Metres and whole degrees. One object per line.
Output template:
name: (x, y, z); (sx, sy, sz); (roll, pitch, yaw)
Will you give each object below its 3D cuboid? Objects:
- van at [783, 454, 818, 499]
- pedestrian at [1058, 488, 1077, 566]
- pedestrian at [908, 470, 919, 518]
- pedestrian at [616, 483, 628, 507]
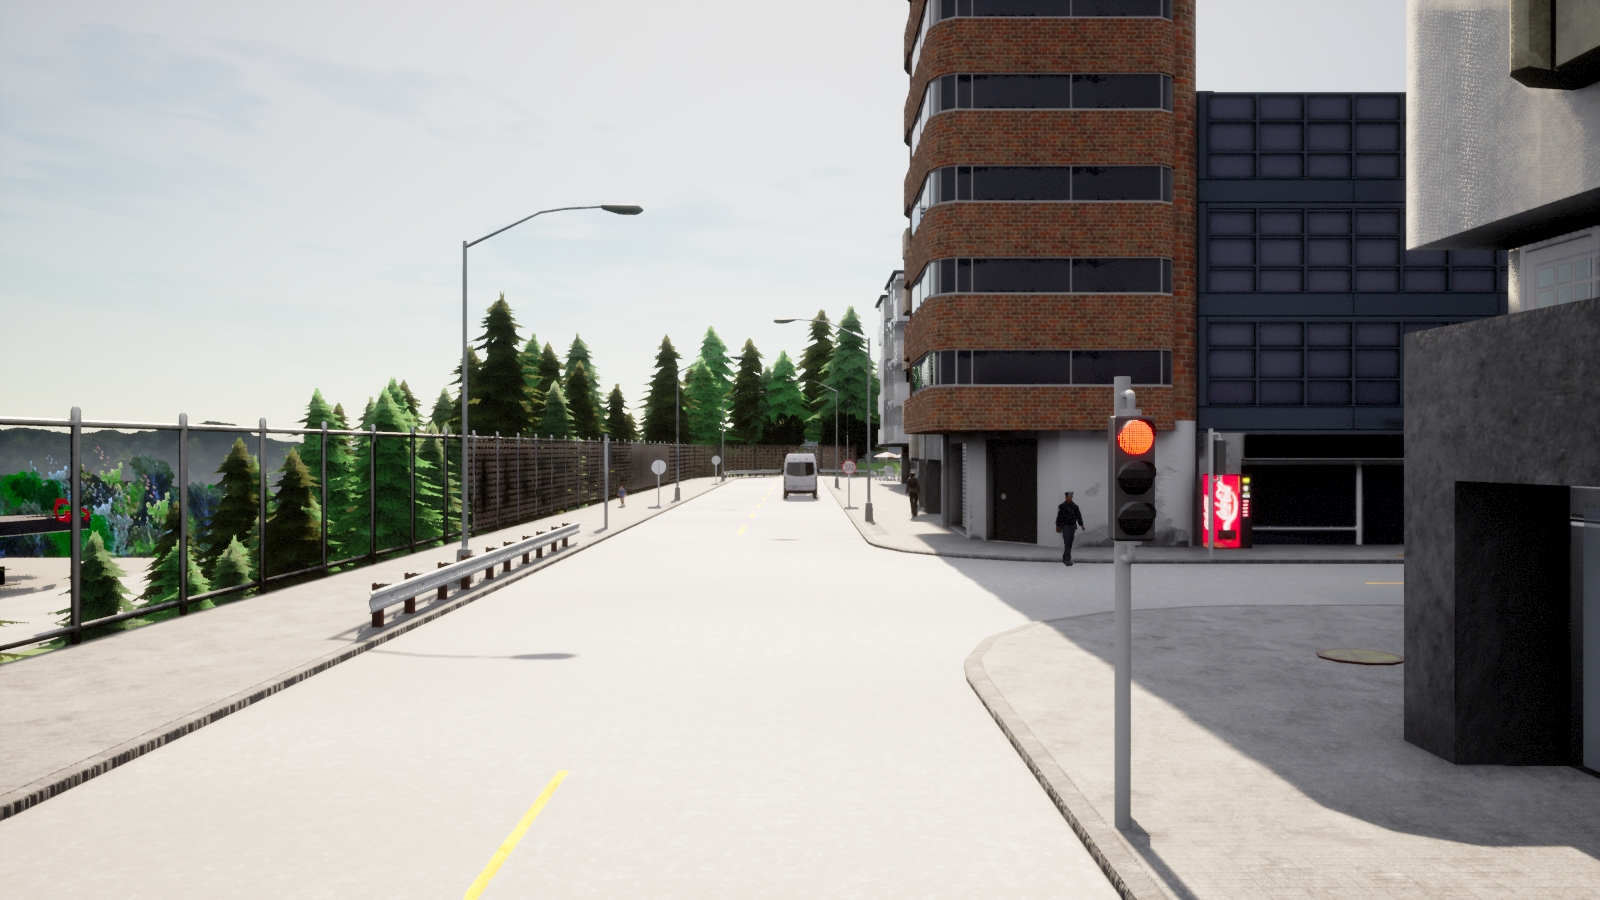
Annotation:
van: (0.023, 1.508, 67.841); (1.988, 2.561, 5.915); (0, 0, 0)
pedestrian: (6.427, 1.838, 27.437); (0.375, 1.860, 0.375); (0, 0, 0)
pedestrian: (4.435, 1.726, 44.662); (0.375, 1.860, 0.375); (0, 0, 2)
pedestrian: (-8.262, 2.104, 53.089); (0.500, 1.100, 0.500); (0, 0, 0)
